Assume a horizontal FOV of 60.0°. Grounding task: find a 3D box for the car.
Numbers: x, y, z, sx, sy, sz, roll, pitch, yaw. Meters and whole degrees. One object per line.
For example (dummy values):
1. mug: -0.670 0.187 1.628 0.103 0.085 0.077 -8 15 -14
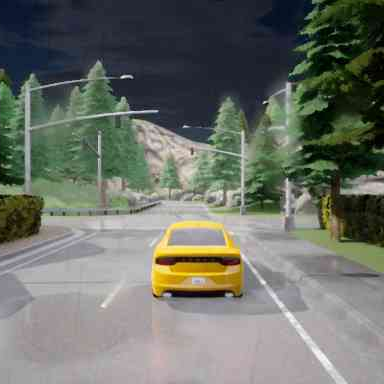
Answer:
1. car: 0.121 1.477 8.563 1.882 1.535 5.008 0 0 0
